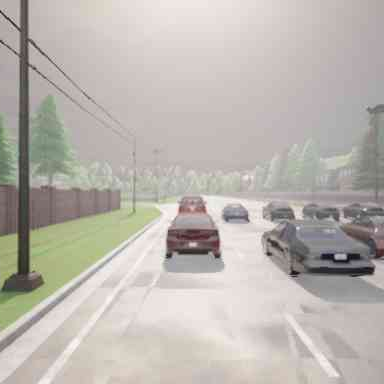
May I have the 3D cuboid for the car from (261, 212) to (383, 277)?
[{"bbox_3d":[3.527,1.581,10.363,2.033,1.411,5.357,0,0,1],"label":"car"}]

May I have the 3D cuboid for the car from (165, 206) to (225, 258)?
[{"bbox_3d":[0.052,1.519,12.967,1.882,1.535,5.008,0,0,0],"label":"car"}]

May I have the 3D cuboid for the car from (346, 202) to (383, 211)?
[{"bbox_3d":[14.056,1.593,27.557,1.837,1.490,4.892,0,0,1],"label":"car"}]

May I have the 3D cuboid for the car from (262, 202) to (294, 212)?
[{"bbox_3d":[7.056,1.593,27.563,1.837,1.490,4.892,0,0,1],"label":"car"}]

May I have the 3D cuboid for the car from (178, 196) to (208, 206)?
[{"bbox_3d":[0.044,1.307,26.416,2.150,2.045,5.566,0,0,1],"label":"car"}]

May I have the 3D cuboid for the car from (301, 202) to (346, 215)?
[{"bbox_3d":[10.556,1.593,27.560,1.837,1.490,4.892,0,0,1],"label":"car"}]

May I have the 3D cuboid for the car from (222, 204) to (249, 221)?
[{"bbox_3d":[3.557,1.653,27.875,1.994,1.385,4.181,0,0,1],"label":"car"}]

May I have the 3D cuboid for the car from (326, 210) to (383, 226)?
[{"bbox_3d":[7.051,1.605,12.720,1.994,1.385,4.181,0,0,1],"label":"car"}]
